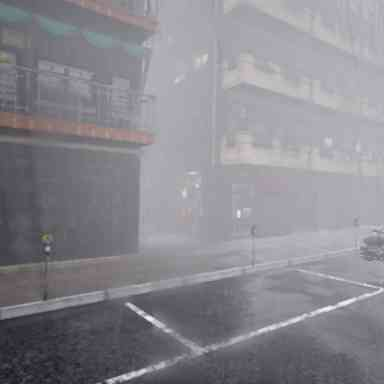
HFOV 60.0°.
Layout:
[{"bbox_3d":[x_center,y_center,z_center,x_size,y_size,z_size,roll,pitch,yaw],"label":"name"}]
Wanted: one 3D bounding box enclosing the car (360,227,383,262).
[{"bbox_3d":[7.499,1.663,11.432,4.403,1.369,2.008,1,0,-35],"label":"car"}]
